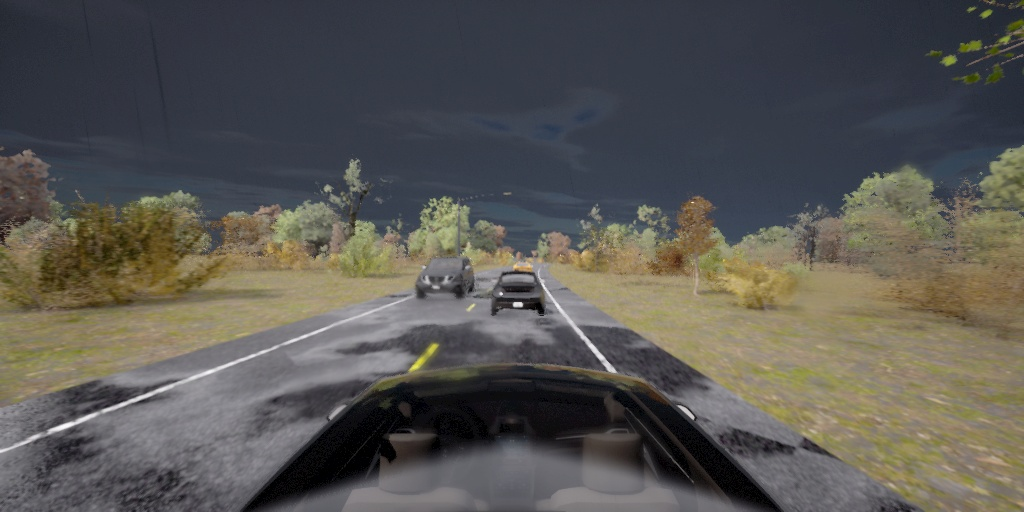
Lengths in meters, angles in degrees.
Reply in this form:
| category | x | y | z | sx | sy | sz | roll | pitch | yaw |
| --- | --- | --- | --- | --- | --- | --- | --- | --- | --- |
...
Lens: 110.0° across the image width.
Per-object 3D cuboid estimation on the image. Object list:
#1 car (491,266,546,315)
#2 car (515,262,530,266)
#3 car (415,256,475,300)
| category | x | y | z | sx | sy | sz | roll | pitch | yaw |
| --- | --- | --- | --- | --- | --- | --- | --- | --- | --- |
| car | 0.238 | 1.306 | 13.819 | 1.837 | 1.490 | 4.892 | 0 | 0 | 1 |
| car | 1.094 | 1.377 | 36.188 | 1.882 | 1.535 | 5.008 | 0 | 0 | 3 |
| car | -3.235 | 1.038 | 18.481 | 2.150 | 2.045 | 5.566 | 0 | 0 | 2 |
